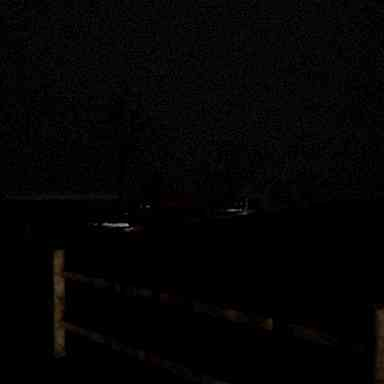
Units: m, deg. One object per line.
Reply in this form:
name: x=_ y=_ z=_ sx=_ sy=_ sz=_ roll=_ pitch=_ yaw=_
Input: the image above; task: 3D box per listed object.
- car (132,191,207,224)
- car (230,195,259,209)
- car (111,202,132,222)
car: x=-1.175 y=0.986 z=22.977 sx=2.150 sy=2.045 sz=5.566 roll=-1 pitch=0 yaw=36
car: x=6.200 y=1.161 z=38.624 sx=1.837 sy=1.490 sz=4.892 roll=-2 pitch=0 yaw=35
car: x=-3.704 y=1.334 z=24.356 sx=1.837 sy=1.490 sz=4.892 roll=-1 pitch=0 yaw=35
